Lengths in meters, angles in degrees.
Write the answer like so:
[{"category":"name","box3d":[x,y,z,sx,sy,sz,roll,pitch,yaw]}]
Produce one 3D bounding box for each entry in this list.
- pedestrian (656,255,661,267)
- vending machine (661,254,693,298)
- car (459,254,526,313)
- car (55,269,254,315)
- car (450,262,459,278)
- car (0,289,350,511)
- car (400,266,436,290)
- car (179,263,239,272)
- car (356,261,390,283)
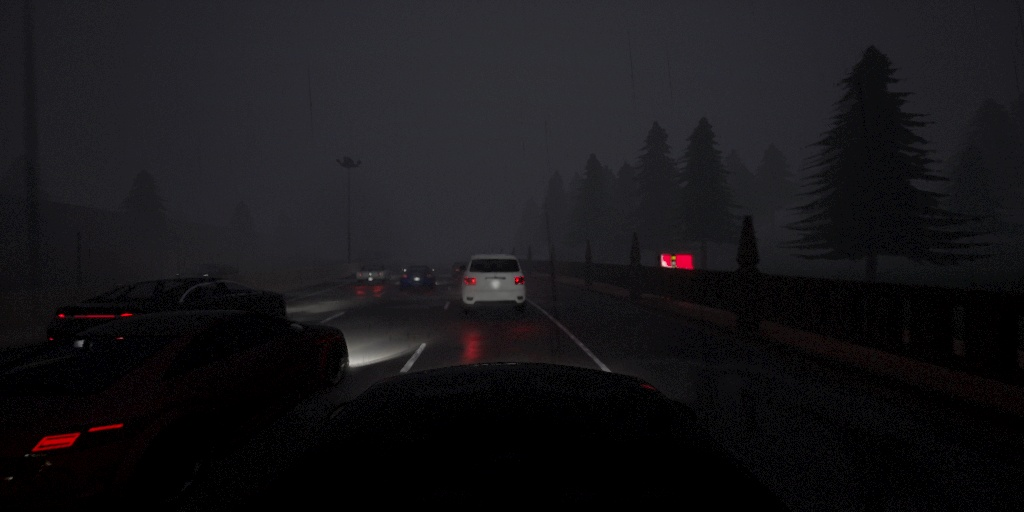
[{"category":"pedestrian","box3d":[6.765,0.836,16.244,0.375,1.860,0.375,0,0,-8]},{"category":"vending machine","box3d":[7.006,0.892,15.269,1.100,2.100,0.880,0,0,-7]},{"category":"car","box3d":[-0.824,0.943,13.994,2.150,2.045,5.566,0,0,-6]},{"category":"car","box3d":[-7.329,1.246,8.402,2.128,1.511,4.902,0,0,-4]},{"category":"car","box3d":[-4.642,1.233,33.201,2.033,1.411,5.357,0,0,-14]},{"category":"car","box3d":[-3.615,1.318,4.202,1.994,1.385,4.181,0,0,-2]},{"category":"car","box3d":[-5.814,1.279,22.432,1.994,1.385,4.181,0,0,-11]},{"category":"car","box3d":[-20.791,1.246,24.818,2.128,1.511,4.902,0,0,-14]},{"category":"car","box3d":[-10.421,1.318,27.289,1.895,1.301,4.718,0,0,-13]}]
